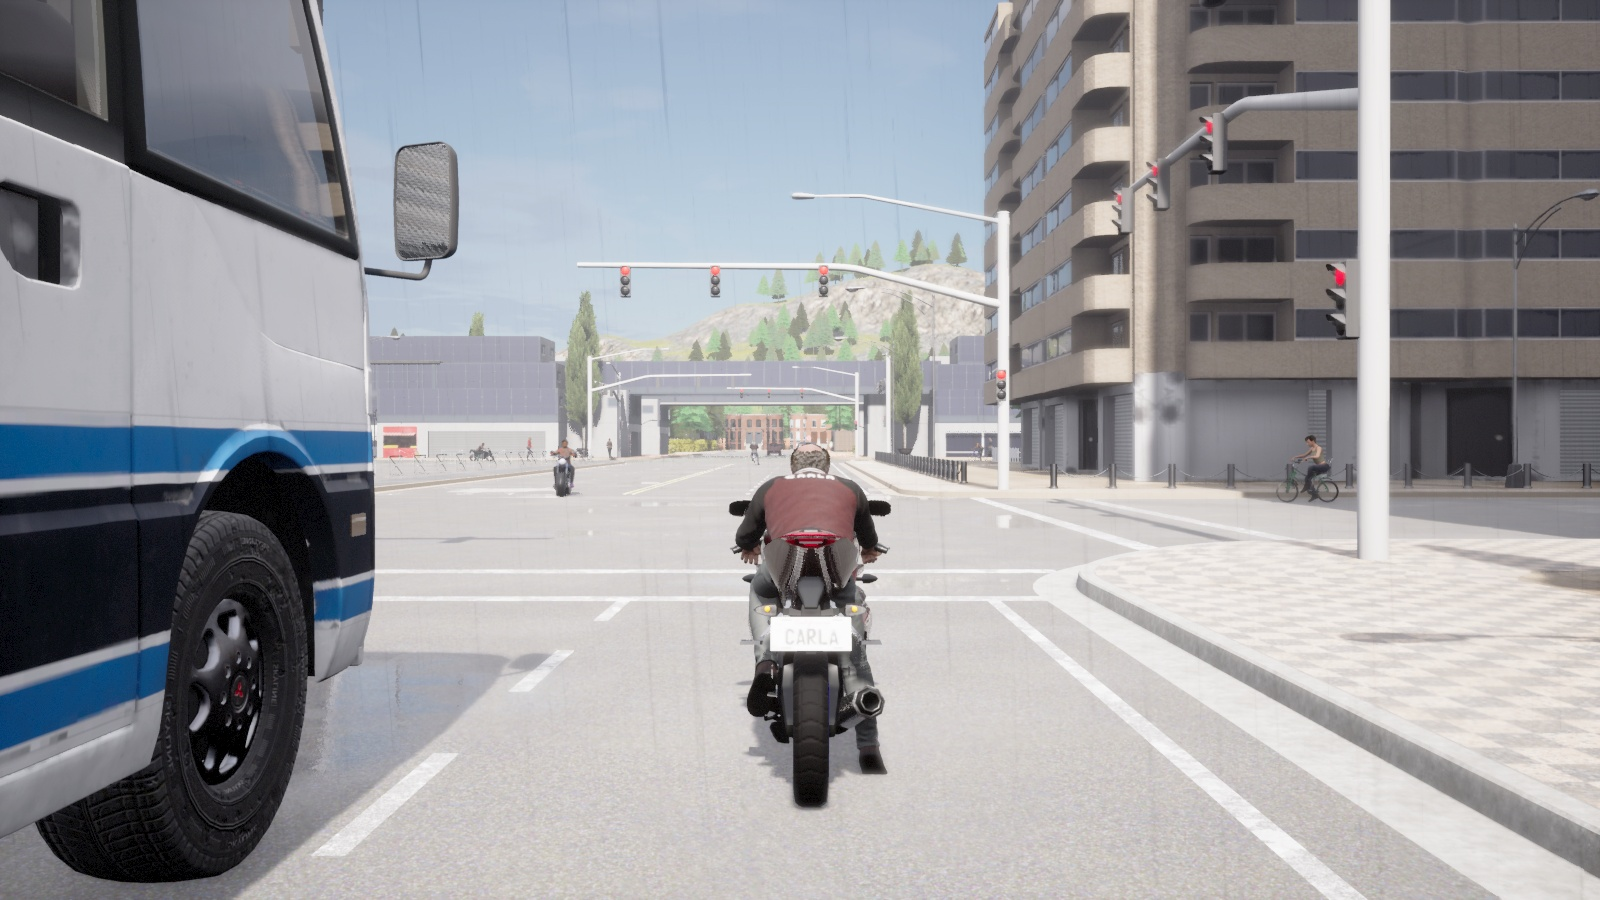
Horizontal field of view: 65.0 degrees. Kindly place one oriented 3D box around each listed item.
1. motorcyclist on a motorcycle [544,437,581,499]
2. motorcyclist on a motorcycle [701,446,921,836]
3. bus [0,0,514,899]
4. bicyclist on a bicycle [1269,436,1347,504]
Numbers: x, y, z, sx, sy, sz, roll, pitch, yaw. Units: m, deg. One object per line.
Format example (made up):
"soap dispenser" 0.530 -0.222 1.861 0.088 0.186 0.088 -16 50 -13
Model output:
"motorcyclist on a motorcycle" -6.596 0.483 34.995 0.766 1.649 2.350 1 0 -5
"motorcyclist on a motorcycle" 0.048 0.747 6.034 0.866 1.530 2.191 0 0 0
"bus" -3.476 -0.640 1.357 3.944 4.253 10.273 0 0 0
"bicyclist on a bicycle" 12.092 0.468 29.919 1.509 1.612 0.866 0 0 0
